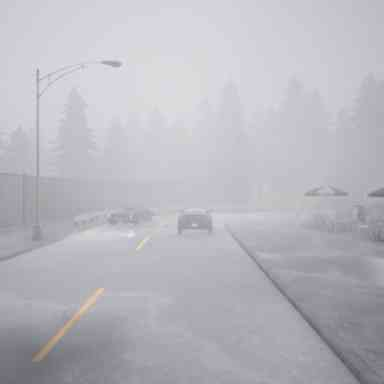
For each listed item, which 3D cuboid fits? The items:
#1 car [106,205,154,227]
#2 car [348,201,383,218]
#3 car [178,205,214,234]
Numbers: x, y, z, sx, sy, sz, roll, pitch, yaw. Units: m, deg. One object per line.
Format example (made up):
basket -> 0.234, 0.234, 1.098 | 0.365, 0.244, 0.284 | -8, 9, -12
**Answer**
car -> -4.085, 1.540, 22.601 | 1.895, 1.301, 4.718 | 0, 0, 10
car -> 16.477, 1.469, 28.679 | 5.357, 1.411, 2.033 | 0, 0, 1
car -> 0.244, 1.474, 18.956 | 1.812, 1.442, 4.674 | 0, 0, 3
